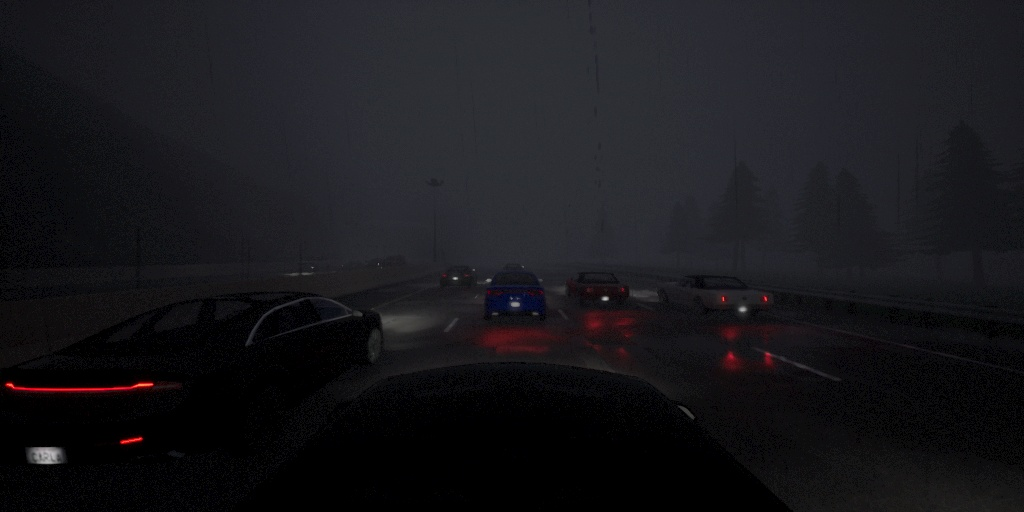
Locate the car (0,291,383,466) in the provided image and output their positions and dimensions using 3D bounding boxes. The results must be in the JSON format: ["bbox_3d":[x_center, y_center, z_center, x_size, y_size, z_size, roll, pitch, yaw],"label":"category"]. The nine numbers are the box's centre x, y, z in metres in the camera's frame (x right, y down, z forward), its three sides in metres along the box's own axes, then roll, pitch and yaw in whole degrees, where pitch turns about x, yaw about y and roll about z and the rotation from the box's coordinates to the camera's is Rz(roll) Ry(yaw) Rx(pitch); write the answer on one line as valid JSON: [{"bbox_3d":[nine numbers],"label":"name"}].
[{"bbox_3d":[-3.400,1.242,5.043,2.128,1.511,4.902,0,0,0],"label":"car"}]

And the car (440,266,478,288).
[{"bbox_3d":[-3.400,1.315,23.513,1.994,1.385,4.181,0,0,0],"label":"car"}]

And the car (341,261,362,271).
[{"bbox_3d":[-22.142,1.352,50.100,1.895,1.301,4.718,0,0,-6],"label":"car"}]

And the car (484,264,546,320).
[{"bbox_3d":[0.102,1.228,12.676,1.882,1.535,5.008,0,0,0],"label":"car"}]

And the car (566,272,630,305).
[{"bbox_3d":[3.600,1.352,16.043,1.895,1.301,4.718,0,0,0],"label":"car"}]

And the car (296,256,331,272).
[{"bbox_3d":[-25.275,0.972,45.934,2.150,2.045,5.566,0,0,-5],"label":"car"}]

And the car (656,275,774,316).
[{"bbox_3d":[7.101,1.352,13.250,1.895,1.301,4.718,0,0,0],"label":"car"}]

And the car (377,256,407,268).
[{"bbox_3d":[-14.657,0.976,44.792,2.150,2.045,5.566,0,0,-4],"label":"car"}]

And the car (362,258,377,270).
[{"bbox_3d":[-18.573,1.103,49.398,2.097,1.767,4.553,0,0,-5],"label":"car"}]
